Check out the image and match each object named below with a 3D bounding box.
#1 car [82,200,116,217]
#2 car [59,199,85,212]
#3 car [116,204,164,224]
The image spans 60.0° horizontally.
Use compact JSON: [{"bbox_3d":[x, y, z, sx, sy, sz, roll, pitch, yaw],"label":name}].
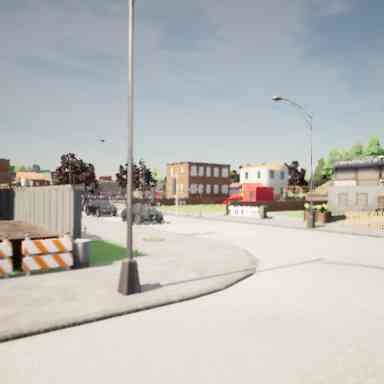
[{"bbox_3d":[-8.900,1.588,32.695,1.837,1.490,4.892,0,0,-36],"label":"car"},{"bbox_3d":[-14.985,1.647,41.273,1.994,1.385,4.181,0,0,-35],"label":"car"},{"bbox_3d":[-3.889,1.647,25.655,1.994,1.385,4.181,0,0,-35],"label":"car"}]
